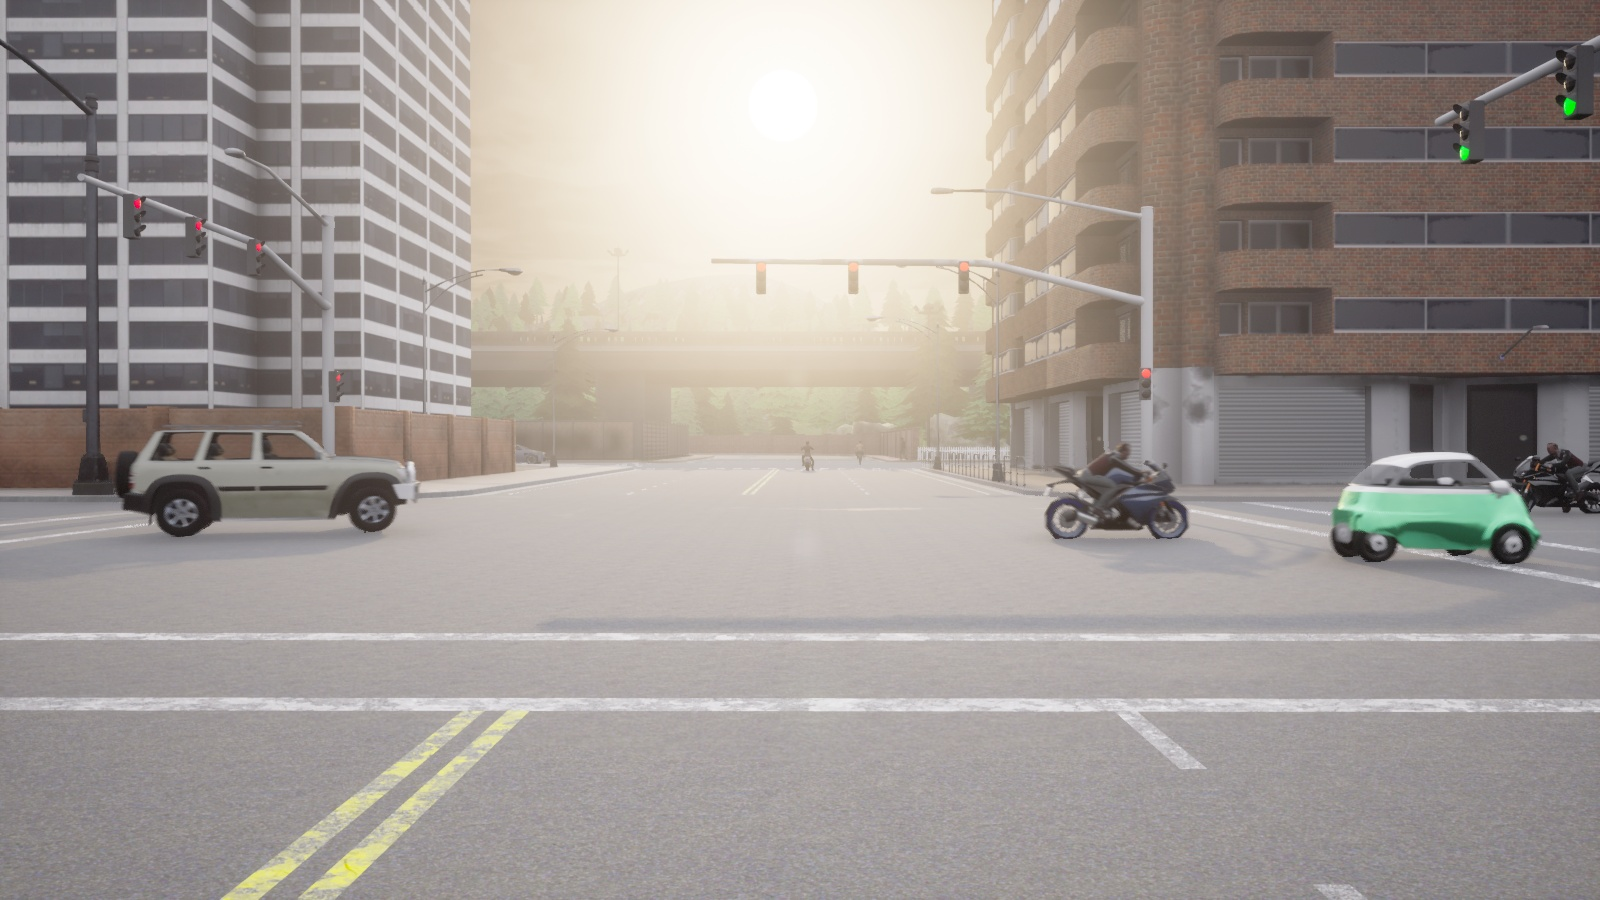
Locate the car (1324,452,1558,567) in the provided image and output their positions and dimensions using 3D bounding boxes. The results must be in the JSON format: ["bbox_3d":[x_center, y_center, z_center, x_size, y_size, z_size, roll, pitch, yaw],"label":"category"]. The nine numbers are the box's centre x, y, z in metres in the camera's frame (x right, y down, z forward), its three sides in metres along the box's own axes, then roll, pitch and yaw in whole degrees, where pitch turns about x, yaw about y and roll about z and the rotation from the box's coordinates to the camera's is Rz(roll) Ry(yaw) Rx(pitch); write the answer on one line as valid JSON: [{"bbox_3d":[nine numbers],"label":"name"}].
[{"bbox_3d":[8.056,0.718,15.914,2.207,1.376,1.481,0,0,1],"label":"car"}]

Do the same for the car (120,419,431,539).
[{"bbox_3d":[-8.656,0.437,21.063,4.605,1.855,1.932,0,1,-20],"label":"car"}]

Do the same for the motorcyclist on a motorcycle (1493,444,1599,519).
[{"bbox_3d":[15.862,0.646,26.328,2.191,1.530,0.866,0,0,1],"label":"motorcyclist on a motorcycle"}]

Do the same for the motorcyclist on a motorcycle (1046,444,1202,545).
[{"bbox_3d":[4.991,0.676,19.448,2.191,1.530,0.866,0,0,1],"label":"motorcyclist on a motorcycle"}]

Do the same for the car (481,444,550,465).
[{"bbox_3d":[-18.803,0.271,83.105,4.181,1.385,1.994,0,0,0],"label":"car"}]
